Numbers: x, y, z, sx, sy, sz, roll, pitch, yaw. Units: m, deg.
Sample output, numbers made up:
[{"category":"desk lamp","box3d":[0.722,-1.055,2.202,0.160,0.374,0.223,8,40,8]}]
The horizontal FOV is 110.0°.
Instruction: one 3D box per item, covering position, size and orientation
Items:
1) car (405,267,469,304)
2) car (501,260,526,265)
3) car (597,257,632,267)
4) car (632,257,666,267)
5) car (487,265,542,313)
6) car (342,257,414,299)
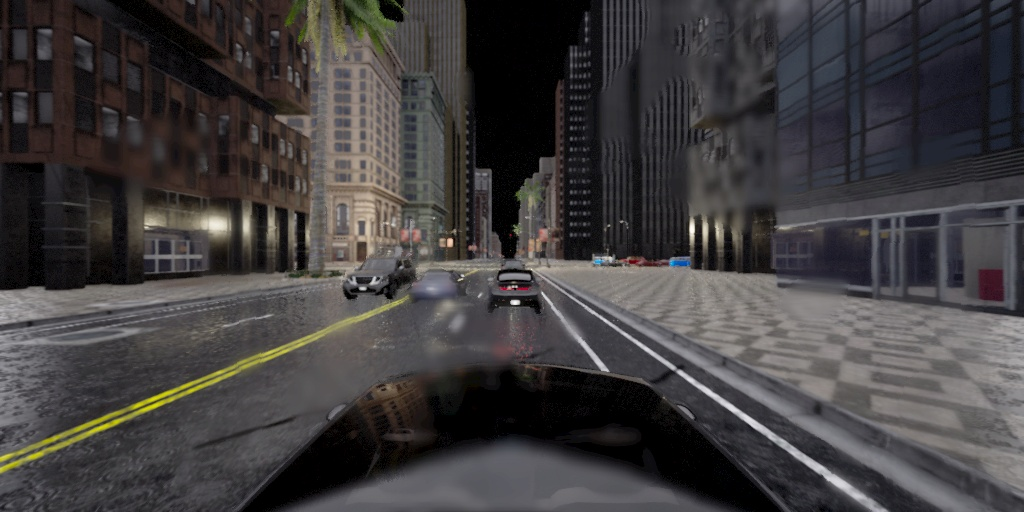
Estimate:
[{"category":"car","box3d":[-3.147,1.306,16.309,1.994,1.385,4.181,0,0,0]},{"category":"car","box3d":[0.107,1.089,31.016,2.097,1.767,4.553,0,0,0]},{"category":"car","box3d":[17.085,1.275,59.800,4.403,1.370,2.007,0,0,0]},{"category":"car","box3d":[22.763,1.303,59.801,4.207,1.307,1.802,0,0,0]},{"category":"car","box3d":[0.103,1.248,13.975,1.837,1.490,4.892,0,0,0]},{"category":"car","box3d":[-6.497,1.053,18.369,2.150,2.045,5.566,0,0,0]}]
